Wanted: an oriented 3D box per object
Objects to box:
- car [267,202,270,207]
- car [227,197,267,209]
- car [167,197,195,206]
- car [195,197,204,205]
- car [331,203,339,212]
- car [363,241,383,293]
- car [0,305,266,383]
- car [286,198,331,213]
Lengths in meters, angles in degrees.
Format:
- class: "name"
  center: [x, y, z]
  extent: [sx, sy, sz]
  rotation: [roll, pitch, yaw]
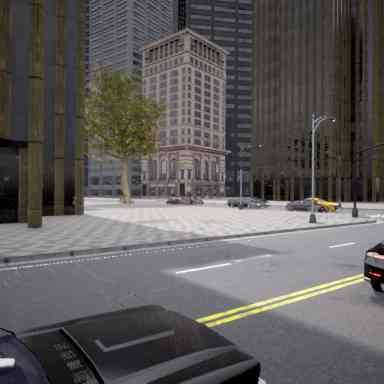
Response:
- class: "car"
  center: [8.471, 1.476, 45.963]
  extent: [2.128, 1.511, 4.902]
  rotation: [1, 0, -40]
- class: "car"
  center: [6.711, 1.444, 43.004]
  extent: [2.128, 1.511, 4.902]
  rotation: [1, 0, -40]
- class: "car"
  center: [-2.220, 1.476, 53.411]
  extent: [1.812, 1.442, 4.674]
  rotation: [1, 0, -42]
- class: "car"
  center: [-0.001, 1.507, 55.806]
  extent: [1.812, 1.442, 4.674]
  rotation: [1, 0, -42]
- class: "car"
  center: [14.448, 1.463, 38.588]
  extent: [1.882, 1.535, 5.008]
  rotation: [1, 0, -38]
- class: "car"
  center: [5.852, 1.492, 7.604]
  extent: [4.902, 1.511, 2.128]
  rotation: [0, 0, -35]
- class: "car"
  center: [-1.673, 1.601, 2.248]
  extent: [4.718, 1.301, 1.895]
  rotation: [0, 0, -36]
- class: "car"
  center: [12.296, 1.517, 36.054]
  extent: [1.994, 1.385, 4.181]
  rotation: [1, 0, -39]
